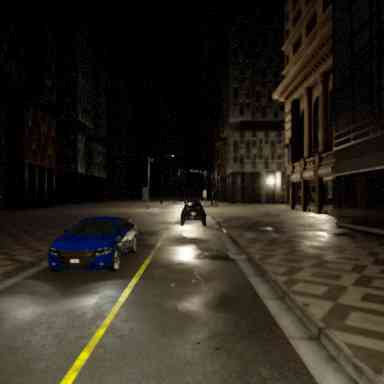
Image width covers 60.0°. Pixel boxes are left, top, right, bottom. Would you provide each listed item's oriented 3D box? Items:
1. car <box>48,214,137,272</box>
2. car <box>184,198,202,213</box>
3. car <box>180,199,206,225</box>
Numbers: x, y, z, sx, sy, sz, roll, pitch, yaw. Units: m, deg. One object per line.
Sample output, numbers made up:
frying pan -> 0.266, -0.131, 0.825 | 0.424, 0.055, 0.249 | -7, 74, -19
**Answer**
car -> -3.095, 1.564, 11.283 | 1.882, 1.535, 5.008 | 0, 0, 0
car -> 0.095, 1.666, 42.258 | 2.097, 1.767, 4.553 | 0, 0, 0
car -> 0.098, 1.630, 26.260 | 2.033, 1.649, 4.856 | 0, 0, 0
